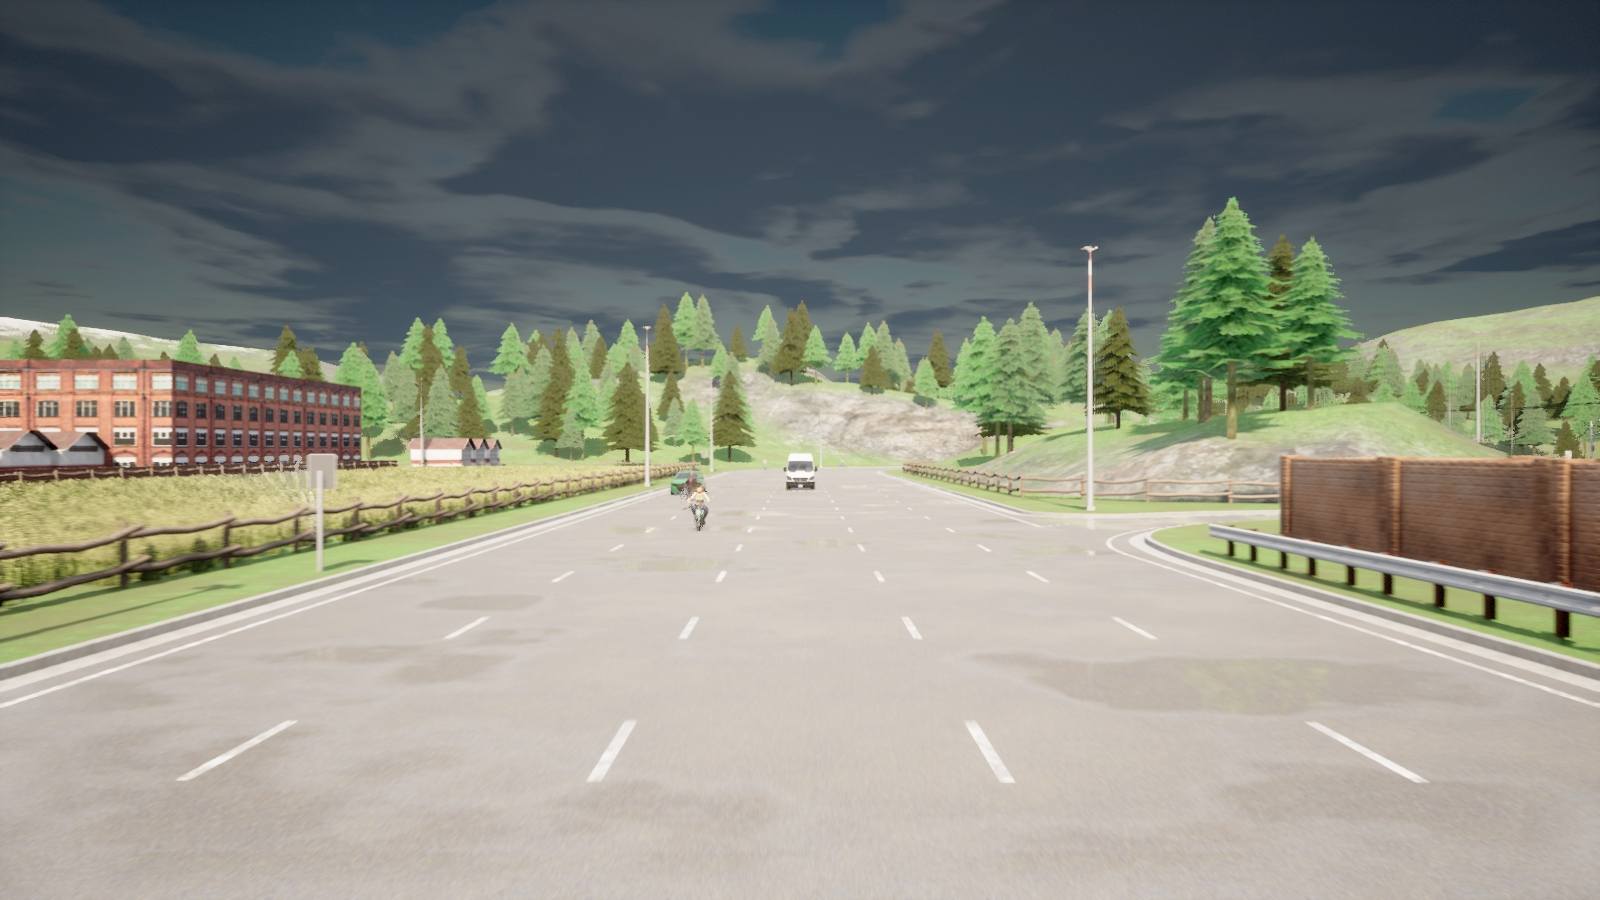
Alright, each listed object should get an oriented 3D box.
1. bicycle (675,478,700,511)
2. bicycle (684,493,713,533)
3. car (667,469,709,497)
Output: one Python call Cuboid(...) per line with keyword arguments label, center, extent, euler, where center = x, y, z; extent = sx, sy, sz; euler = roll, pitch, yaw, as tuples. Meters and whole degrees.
Cuboid(label="bicycle", center=(-5.227, 2.060, 53.317), extent=(0.329, 1.471, 1.835), euler=(3, 1, 21))
Cuboid(label="bicycle", center=(-3.479, 2.157, 39.390), extent=(0.859, 1.276, 1.487), euler=(0, 0, 0))
Cuboid(label="car", center=(-6.980, 2.034, 71.518), extent=(2.097, 1.535, 5.006), euler=(0, 0, 0))
